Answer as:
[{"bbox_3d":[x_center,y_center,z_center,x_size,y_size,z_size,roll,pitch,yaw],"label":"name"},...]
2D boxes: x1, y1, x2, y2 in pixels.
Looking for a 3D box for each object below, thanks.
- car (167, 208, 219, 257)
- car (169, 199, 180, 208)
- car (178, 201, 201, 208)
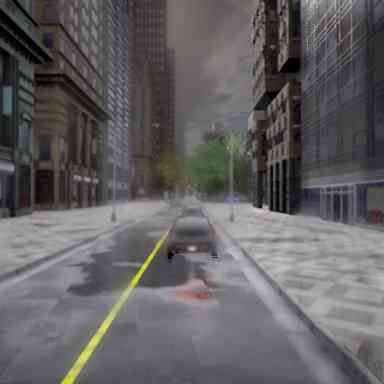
[{"bbox_3d":[0.024,1.644,13.519,1.837,1.490,4.892,0,0,0],"label":"car"},{"bbox_3d":[-3.009,2.008,61.595,2.097,1.767,4.553,0,-1,1],"label":"car"},{"bbox_3d":[0.031,1.800,28.514,1.837,1.490,4.892,0,0,0],"label":"car"}]
